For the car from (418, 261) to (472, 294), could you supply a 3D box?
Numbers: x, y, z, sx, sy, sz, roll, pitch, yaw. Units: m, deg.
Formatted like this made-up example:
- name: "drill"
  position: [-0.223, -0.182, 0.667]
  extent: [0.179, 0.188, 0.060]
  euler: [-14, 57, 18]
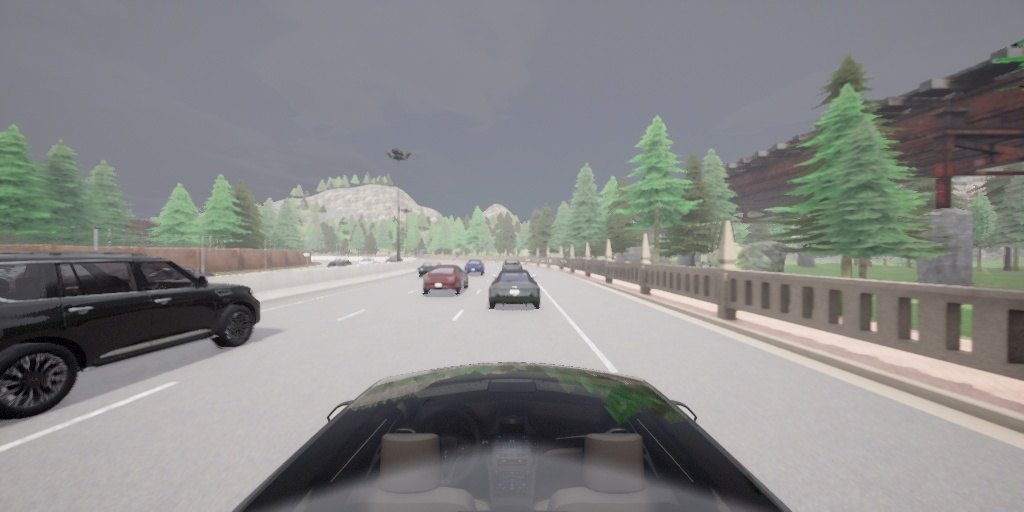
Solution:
- name: "car"
  position: [-3.423, 1.163, 18.935]
  extent: [1.812, 1.442, 4.674]
  euler: [0, 0, 0]

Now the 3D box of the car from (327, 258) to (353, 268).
- name: "car"
  position: [-22.621, 0.999, 47.471]
  extent: [2.033, 1.411, 5.357]
  euler: [0, 0, -9]

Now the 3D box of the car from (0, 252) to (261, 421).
- name: "car"
  position: [-6.909, 0.947, 5.935]
  extent: [2.150, 2.045, 5.566]
  euler: [0, 1, 0]

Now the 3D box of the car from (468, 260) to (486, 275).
- name: "car"
  position: [-3.619, 1.059, 34.698]
  extent: [1.812, 1.442, 4.674]
  euler: [0, 0, -3]

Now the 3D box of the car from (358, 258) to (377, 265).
- name: "car"
  position: [-19.342, 0.973, 48.138]
  extent: [1.812, 1.442, 4.674]
  euler: [0, 1, -11]

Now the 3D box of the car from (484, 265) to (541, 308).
- name: "car"
  position: [0.093, 1.228, 14.733]
  extent: [1.994, 1.385, 4.181]
  euler: [0, 0, 0]

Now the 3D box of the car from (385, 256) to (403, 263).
- name: "car"
  position: [-15.942, 0.794, 48.845]
  extent: [2.097, 1.767, 4.553]
  euler: [0, 0, -11]

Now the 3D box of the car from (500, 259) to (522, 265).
- name: "car"
  position: [-0.066, 1.032, 33.658]
  extent: [2.128, 1.511, 4.902]
  euler: [0, 0, -2]
